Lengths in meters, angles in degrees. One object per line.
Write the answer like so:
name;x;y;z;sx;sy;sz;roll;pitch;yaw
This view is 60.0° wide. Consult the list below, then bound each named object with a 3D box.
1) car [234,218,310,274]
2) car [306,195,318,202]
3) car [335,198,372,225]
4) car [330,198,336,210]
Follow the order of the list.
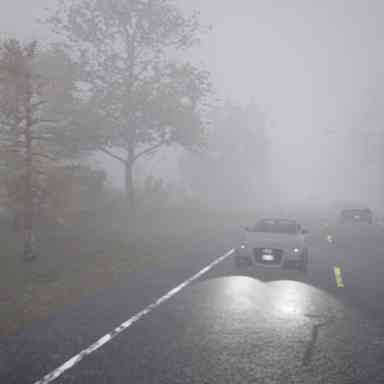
car;2.693;1.531;10.603;1.994;1.385;4.181;0;0;20
car;23.797;1.242;65.996;1.882;1.535;5.008;0;0;21
car;11.508;1.423;23.667;1.882;1.535;5.008;0;1;21
car;17.606;1.454;39.678;1.994;1.385;4.181;0;0;21
